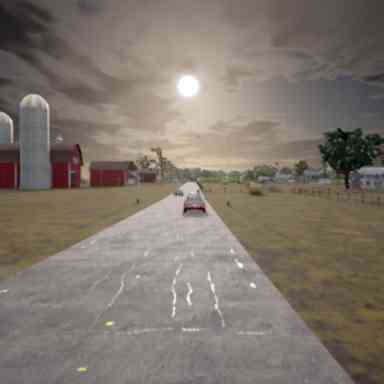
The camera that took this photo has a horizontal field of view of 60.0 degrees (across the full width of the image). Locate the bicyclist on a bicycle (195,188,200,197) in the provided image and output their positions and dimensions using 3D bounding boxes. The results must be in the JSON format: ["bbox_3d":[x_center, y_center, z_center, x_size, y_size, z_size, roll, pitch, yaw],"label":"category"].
[{"bbox_3d":[0.971,0.106,58.128,0.866,1.612,1.509,0,2,0],"label":"bicyclist on a bicycle"}]

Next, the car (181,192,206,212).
[{"bbox_3d":[0.211,0.999,29.394,1.994,1.385,4.181,0,1,0],"label":"car"}]

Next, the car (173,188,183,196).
[{"bbox_3d":[-2.526,0.029,63.353,2.033,1.411,5.357,0,2,1],"label":"car"}]

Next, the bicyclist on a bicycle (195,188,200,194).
[{"bbox_3d":[0.939,0.398,49.139,0.582,1.620,1.656,0,1,0],"label":"bicyclist on a bicycle"}]
